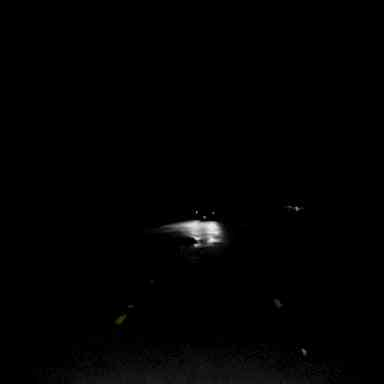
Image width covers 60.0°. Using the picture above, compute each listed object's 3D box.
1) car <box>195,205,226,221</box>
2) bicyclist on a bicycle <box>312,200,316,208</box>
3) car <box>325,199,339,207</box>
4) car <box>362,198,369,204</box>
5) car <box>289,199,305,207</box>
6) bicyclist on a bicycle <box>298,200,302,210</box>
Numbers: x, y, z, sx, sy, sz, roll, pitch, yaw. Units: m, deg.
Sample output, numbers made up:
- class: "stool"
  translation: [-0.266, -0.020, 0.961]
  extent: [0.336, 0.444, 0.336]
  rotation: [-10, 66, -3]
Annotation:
- class: "car"
  translation: [1.716, 1.821, 29.959]
  extent: [1.895, 1.301, 4.718]
  rotation: [1, 0, 17]
- class: "bicyclist on a bicycle"
  translation: [22.577, 2.193, 61.689]
  extent: [0.866, 1.612, 1.509]
  rotation: [3, 1, 38]
- class: "car"
  translation: [30.890, 2.313, 72.375]
  extent: [5.008, 1.535, 1.882]
  rotation: [1, 2, -43]
- class: "car"
  translation: [45.014, 2.426, 84.221]
  extent: [4.892, 1.490, 1.837]
  rotation: [1, 3, -34]
- class: "car"
  translation: [20.891, 2.107, 65.776]
  extent: [1.837, 1.490, 4.892]
  rotation: [3, 1, 38]
- class: "bicyclist on a bicycle"
  translation: [17.857, 2.111, 55.120]
  extent: [0.582, 1.620, 1.656]
  rotation: [3, 0, 34]
